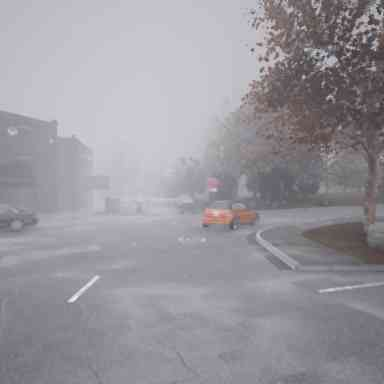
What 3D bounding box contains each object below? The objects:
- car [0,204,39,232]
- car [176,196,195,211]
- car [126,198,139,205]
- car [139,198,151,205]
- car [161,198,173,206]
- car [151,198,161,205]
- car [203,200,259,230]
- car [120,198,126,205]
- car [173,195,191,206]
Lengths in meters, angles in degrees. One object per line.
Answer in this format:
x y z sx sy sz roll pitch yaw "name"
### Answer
-11.409 1.482 18.939 4.892 1.521 2.231 -1 0 -20 "car"
-0.644 1.571 42.676 2.097 1.535 5.008 0 -1 -1 "car"
-11.929 2.087 74.450 2.097 1.535 5.008 -1 0 -41 "car"
-8.411 1.954 69.994 2.231 1.521 4.892 -1 -1 -35 "car"
-3.455 1.804 59.823 2.231 1.521 4.892 0 0 -18 "car"
-5.660 1.882 65.122 2.097 1.535 5.008 -1 -1 -27 "car"
2.582 1.318 21.309 2.097 1.767 4.553 1 1 33 "car"
-15.755 2.272 78.886 4.892 1.521 2.231 -4 -2 42 "car"
-1.003 1.389 48.662 2.435 2.045 5.566 0 -1 -7 "car"
